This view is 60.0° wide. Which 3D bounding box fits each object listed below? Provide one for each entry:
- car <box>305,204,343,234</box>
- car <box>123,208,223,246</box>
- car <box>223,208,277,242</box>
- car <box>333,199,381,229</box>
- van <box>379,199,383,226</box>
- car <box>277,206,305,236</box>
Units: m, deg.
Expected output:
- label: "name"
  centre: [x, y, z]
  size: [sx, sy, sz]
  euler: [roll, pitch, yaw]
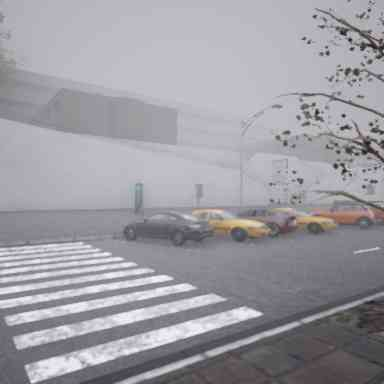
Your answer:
- label: "car"
  centre: [6.250, 1.689, 20.884]
  size: [5.366, 1.575, 1.946]
  euler: [-1, -2, 34]
- label: "car"
  centre: [-1.186, 1.619, 15.785]
  size: [4.674, 1.452, 2.002]
  euler: [-1, -1, 34]
- label: "car"
  centre: [1.394, 1.610, 17.419]
  size: [5.366, 1.575, 1.946]
  euler: [-1, -1, 34]
- label: "car"
  centre: [10.976, 1.642, 24.436]
  size: [4.553, 1.767, 2.185]
  euler: [-1, -1, 34]
- label: "van"
  centre: [13.486, 1.574, 26.132]
  size: [4.442, 1.987, 1.878]
  euler: [-1, -2, 34]
- label: "car"
  centre: [3.641, 1.684, 19.268]
  size: [4.792, 1.488, 2.163]
  euler: [-1, -1, 34]
